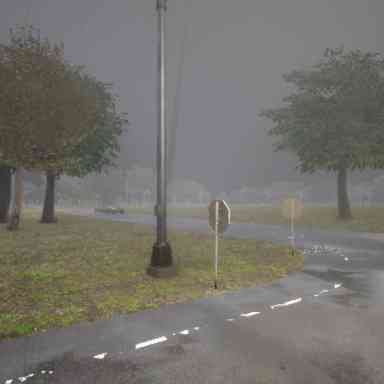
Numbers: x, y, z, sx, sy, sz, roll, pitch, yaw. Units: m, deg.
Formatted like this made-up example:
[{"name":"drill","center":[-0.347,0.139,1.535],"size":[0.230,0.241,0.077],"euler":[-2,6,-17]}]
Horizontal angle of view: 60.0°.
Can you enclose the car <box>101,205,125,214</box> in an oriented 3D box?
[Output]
[{"name":"car","center":[-13.071,3.004,56.125],"size":[2.033,1.411,5.357],"euler":[2,-2,-34]}]

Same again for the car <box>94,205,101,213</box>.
[{"name":"car","center":[-16.516,3.120,61.264],"size":[1.994,1.385,4.181],"euler":[2,-2,-33]}]
